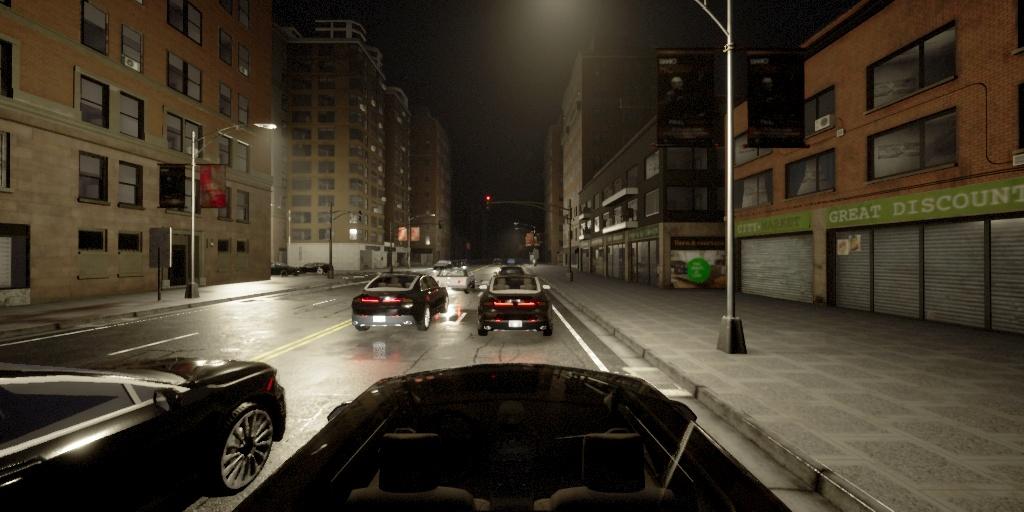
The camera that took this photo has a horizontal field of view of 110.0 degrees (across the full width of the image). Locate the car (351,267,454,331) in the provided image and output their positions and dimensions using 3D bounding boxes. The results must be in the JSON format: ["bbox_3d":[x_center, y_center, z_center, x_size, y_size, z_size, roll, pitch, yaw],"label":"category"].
[{"bbox_3d":[-3.170,1.256,10.978,1.837,1.490,4.892,0,0,0],"label":"car"}]

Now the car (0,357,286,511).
[{"bbox_3d":[-3.154,1.240,1.590,2.128,1.511,4.902,0,0,0],"label":"car"}]

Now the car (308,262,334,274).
[{"bbox_3d":[-22.227,1.348,40.053,4.313,1.339,1.948,0,0,0],"label":"car"}]

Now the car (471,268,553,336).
[{"bbox_3d":[0.081,1.256,10.387,1.837,1.490,4.892,0,0,0],"label":"car"}]

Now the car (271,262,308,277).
[{"bbox_3d":[-22.610,1.316,34.572,4.181,1.385,1.994,0,0,0],"label":"car"}]

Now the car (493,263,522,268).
[{"bbox_3d":[-0.035,1.279,19.644,1.812,1.442,4.674,0,0,0],"label":"car"}]

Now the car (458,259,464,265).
[{"bbox_3d":[-9.942,1.343,61.908,1.994,1.385,4.181,0,0,0],"label":"car"}]

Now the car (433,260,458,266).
[{"bbox_3d":[-9.918,1.319,52.220,2.033,1.411,5.357,0,0,4],"label":"car"}]

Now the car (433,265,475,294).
[{"bbox_3d":[-3.189,1.354,20.290,1.895,1.301,4.718,0,0,0],"label":"car"}]
